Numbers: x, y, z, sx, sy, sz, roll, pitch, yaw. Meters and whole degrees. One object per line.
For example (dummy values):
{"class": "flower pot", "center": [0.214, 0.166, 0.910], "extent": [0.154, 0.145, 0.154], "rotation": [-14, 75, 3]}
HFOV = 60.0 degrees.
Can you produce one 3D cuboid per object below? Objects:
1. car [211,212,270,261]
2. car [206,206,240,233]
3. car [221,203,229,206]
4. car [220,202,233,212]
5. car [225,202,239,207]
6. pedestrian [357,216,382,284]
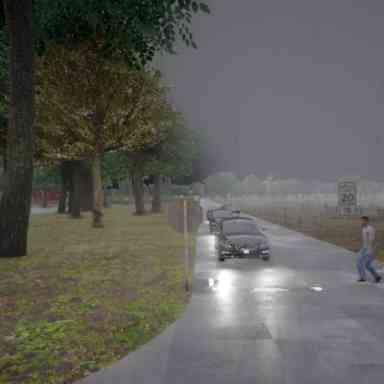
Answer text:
{"class": "car", "center": [1.912, 1.825, 13.736], "extent": [1.837, 1.490, 4.892], "rotation": [-1, -1, 2]}
{"class": "car", "center": [2.157, 2.010, 23.628], "extent": [1.837, 1.490, 4.892], "rotation": [-1, -1, 2]}
{"class": "car", "center": [2.461, 2.265, 35.431], "extent": [2.033, 1.411, 5.357], "rotation": [-1, -1, 2]}
{"class": "car", "center": [5.932, 2.542, 57.076], "extent": [1.837, 1.490, 4.892], "rotation": [-1, -1, 1]}
{"class": "car", "center": [5.693, 2.431, 47.231], "extent": [1.994, 1.385, 4.181], "rotation": [-1, -1, 1]}
{"class": "pedestrian", "center": [4.726, 1.461, 8.822], "extent": [0.375, 1.860, 0.375], "rotation": [-2, 0, 1]}
